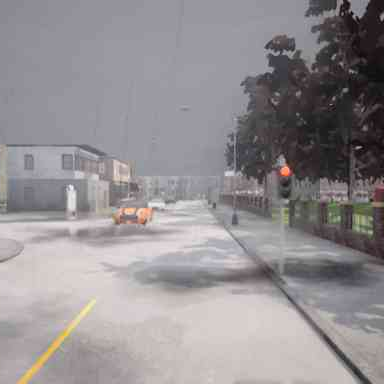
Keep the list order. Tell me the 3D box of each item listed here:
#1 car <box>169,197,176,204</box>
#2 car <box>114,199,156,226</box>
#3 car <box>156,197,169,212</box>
[{"bbox_3d":[-3.989,1.570,63.200,2.033,1.411,5.357,0,0,1],"label":"car"},{"bbox_3d":[-4.077,1.359,23.677,2.097,1.767,4.553,0,0,0],"label":"car"},{"bbox_3d":[-4.047,1.540,38.528,1.812,1.442,4.674,0,0,0],"label":"car"}]
